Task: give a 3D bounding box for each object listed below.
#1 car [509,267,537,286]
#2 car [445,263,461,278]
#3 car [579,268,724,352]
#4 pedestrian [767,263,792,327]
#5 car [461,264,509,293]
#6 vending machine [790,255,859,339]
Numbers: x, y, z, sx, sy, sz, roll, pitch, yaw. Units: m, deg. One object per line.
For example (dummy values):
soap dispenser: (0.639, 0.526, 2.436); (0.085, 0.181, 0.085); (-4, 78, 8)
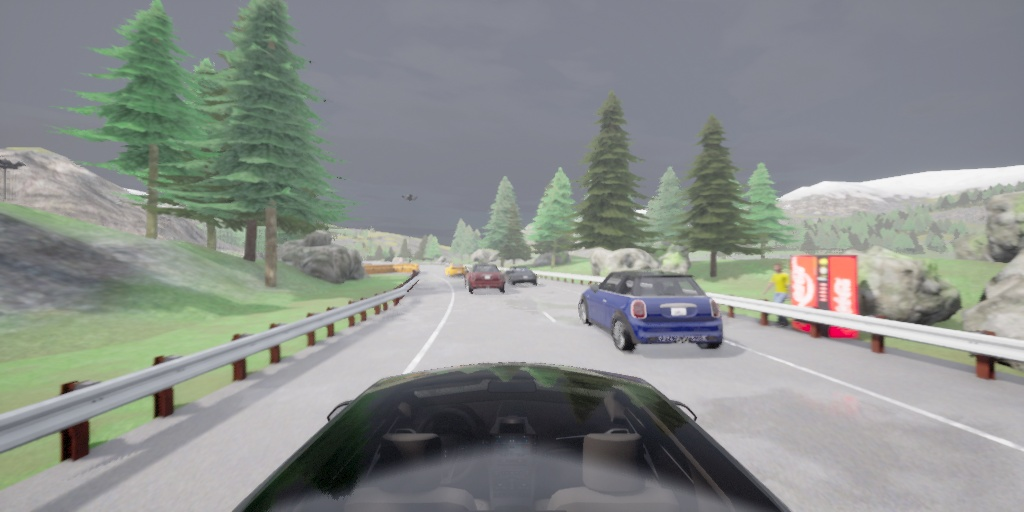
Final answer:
car: (0.542, 1.501, 27.668); (1.994, 1.385, 4.181); (0, 0, -12)
car: (-6.298, 1.544, 39.981); (1.882, 1.535, 5.008); (0, 0, -18)
car: (3.203, 1.140, 9.248); (2.097, 1.767, 4.553); (0, 0, -3)
pedestrian: (7.539, 1.065, 10.043); (0.375, 1.860, 0.375); (0, 0, -4)
car: (-1.807, 1.268, 22.381); (2.097, 1.767, 4.553); (0, 0, -11)
vending machine: (8.100, 0.959, 9.333); (1.100, 2.100, 0.880); (0, 0, -4)
